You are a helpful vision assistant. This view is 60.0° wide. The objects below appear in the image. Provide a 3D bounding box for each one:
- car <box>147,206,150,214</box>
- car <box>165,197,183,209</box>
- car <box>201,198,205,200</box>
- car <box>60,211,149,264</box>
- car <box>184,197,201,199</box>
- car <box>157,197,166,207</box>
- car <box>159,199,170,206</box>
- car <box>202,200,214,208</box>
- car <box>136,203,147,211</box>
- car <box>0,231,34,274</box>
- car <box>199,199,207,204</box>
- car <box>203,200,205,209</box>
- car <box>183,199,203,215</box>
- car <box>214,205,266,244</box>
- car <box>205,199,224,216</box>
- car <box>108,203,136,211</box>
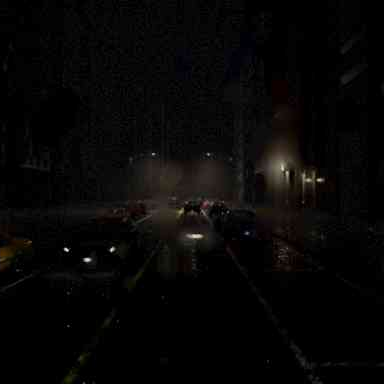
[{"bbox_3d":[-5.759,1.907,36.892,1.947,1.339,4.313,0,-1,0],"label":"car"},{"bbox_3d":[-2.995,2.038,55.689,1.882,1.535,5.008,0,-1,0],"label":"car"},{"bbox_3d":[2.767,1.946,53.928,1.967,1.590,4.097,0,-1,0],"label":"car"},{"bbox_3d":[-3.101,1.661,12.546,2.033,1.411,5.357,0,-1,0],"label":"car"},{"bbox_3d":[0.005,1.969,52.441,1.882,1.535,5.008,0,-1,0],"label":"car"},{"bbox_3d":[-5.757,2.056,65.278,1.967,1.590,4.097,0,-1,0],"label":"car"},{"bbox_3d":[-5.756,2.222,70.954,2.008,1.369,4.403,0,-1,0],"label":"car"},{"bbox_3d":[2.768,2.127,59.605,1.947,1.339,4.313,0,-1,0],"label":"car"},{"bbox_3d":[-5.760,1.831,31.214,1.887,1.381,4.507,0,-1,0],"label":"car"},{"bbox_3d":[-5.761,1.601,8.335,1.752,1.417,4.829,0,-1,0],"label":"car"},{"bbox_3d":[2.770,2.365,82.315,1.802,1.307,4.206,0,-1,0],"label":"car"},{"bbox_3d":[2.766,1.962,42.573,1.947,1.339,4.313,0,-1,0],"label":"car"},{"bbox_3d":[0.045,1.870,39.568,1.837,1.490,4.892,0,-1,1],"label":"car"},{"bbox_3d":[2.363,1.629,16.716,1.882,1.535,5.008,0,-1,0],"label":"car"},{"bbox_3d":[2.766,1.781,36.896,1.967,1.590,4.097,0,-1,0],"label":"car"},{"bbox_3d":[-5.760,1.757,25.368,1.752,1.417,4.829,0,-1,0],"label":"car"}]
